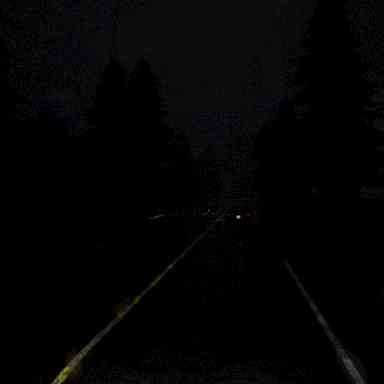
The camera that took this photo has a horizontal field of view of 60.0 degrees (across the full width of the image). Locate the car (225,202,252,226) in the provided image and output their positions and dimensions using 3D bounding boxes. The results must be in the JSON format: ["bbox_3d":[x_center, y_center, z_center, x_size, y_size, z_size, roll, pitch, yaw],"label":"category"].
[{"bbox_3d":[3.599,1.763,25.610,1.994,1.385,4.181,0,0,9],"label":"car"}]

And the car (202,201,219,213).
[{"bbox_3d":[2.430,1.848,42.322,2.033,1.411,5.357,0,0,9],"label":"car"}]

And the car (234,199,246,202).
[{"bbox_3d":[5.999,1.673,41.236,2.097,1.767,4.553,0,0,9],"label":"car"}]
